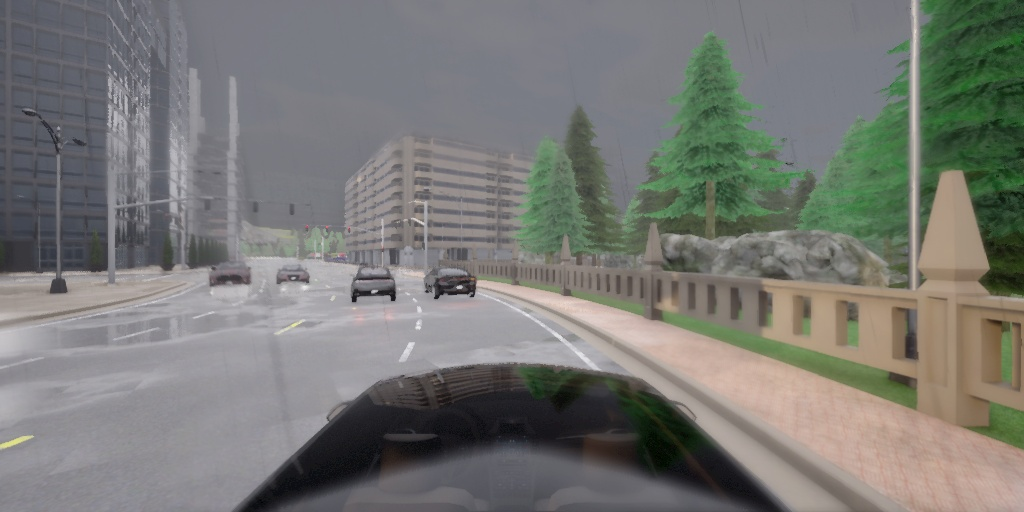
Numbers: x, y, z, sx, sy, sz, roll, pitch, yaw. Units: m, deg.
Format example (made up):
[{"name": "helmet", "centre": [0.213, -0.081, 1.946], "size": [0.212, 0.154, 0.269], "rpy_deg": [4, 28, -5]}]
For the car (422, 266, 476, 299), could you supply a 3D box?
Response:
[{"name": "car", "centre": [-3.251, 1.233, 18.109], "size": [1.882, 1.535, 5.008], "rpy_deg": [0, 0, -22]}]

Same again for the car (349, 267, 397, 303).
[{"name": "car", "centre": [-6.492, 1.243, 16.789], "size": [2.128, 1.511, 4.902], "rpy_deg": [0, 0, -22]}]

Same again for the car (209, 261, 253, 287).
[{"name": "car", "centre": [-19.096, 1.152, 24.536], "size": [2.097, 1.767, 4.553], "rpy_deg": [0, 0, -34]}]

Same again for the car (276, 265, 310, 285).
[{"name": "car", "centre": [-16.171, 1.348, 26.458], "size": [1.994, 1.385, 4.181], "rpy_deg": [0, 0, -34]}]
